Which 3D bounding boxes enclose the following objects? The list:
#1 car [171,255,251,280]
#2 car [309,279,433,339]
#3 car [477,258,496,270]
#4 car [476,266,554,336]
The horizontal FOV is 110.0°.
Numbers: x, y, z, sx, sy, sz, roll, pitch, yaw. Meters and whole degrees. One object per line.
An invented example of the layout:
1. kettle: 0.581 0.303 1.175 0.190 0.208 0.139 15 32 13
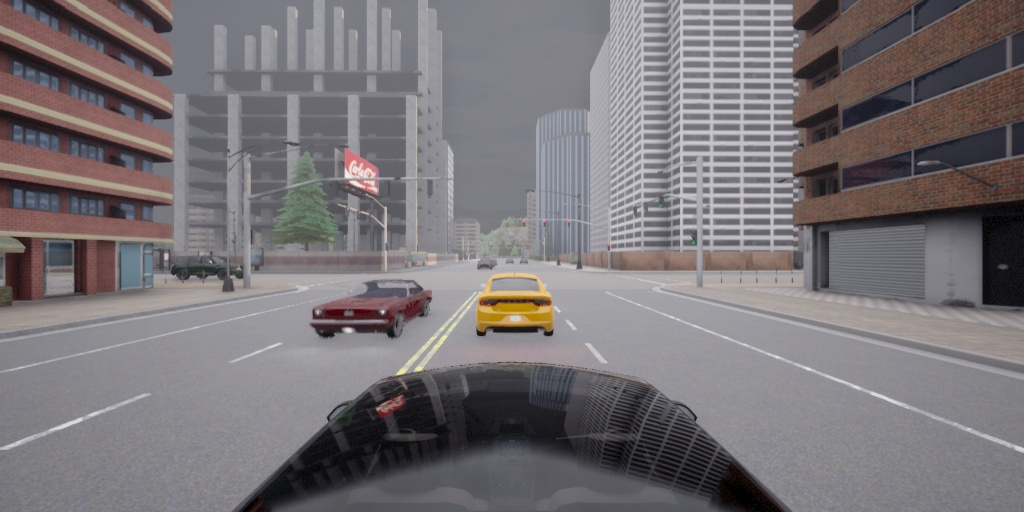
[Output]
1. car: -25.308 0.961 30.210 5.566 2.045 2.150 0 0 -1
2. car: -3.643 1.348 10.186 1.895 1.301 4.718 0 0 0
3. car: -3.887 1.084 52.658 2.097 1.767 4.553 0 0 0
4. car: 0.061 1.225 10.389 1.882 1.535 5.008 0 0 0
